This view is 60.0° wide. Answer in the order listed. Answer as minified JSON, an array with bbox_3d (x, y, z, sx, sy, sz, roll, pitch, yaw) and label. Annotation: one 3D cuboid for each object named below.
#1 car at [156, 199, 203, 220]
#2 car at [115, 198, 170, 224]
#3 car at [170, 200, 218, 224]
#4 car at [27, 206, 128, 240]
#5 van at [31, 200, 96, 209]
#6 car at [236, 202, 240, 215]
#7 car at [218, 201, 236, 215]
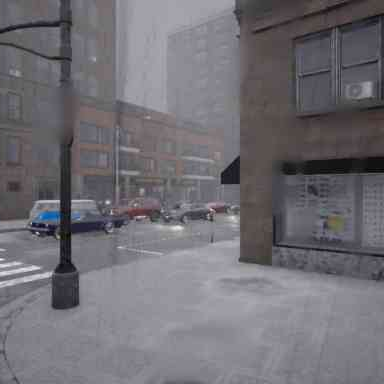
[{"bbox_3d":[-1.002,1.466,28.829,1.967,1.590,4.097,0,0,36],"label":"car"},{"bbox_3d":[-4.279,1.337,24.293,2.192,1.841,5.009,0,0,36],"label":"car"},{"bbox_3d":[-0.300,1.530,25.088,1.837,1.490,4.892,0,0,36],"label":"car"},{"bbox_3d":[-5.920,1.617,17.353,1.895,1.301,4.718,0,0,37],"label":"car"},{"bbox_3d":[-7.556,1.358,19.757,1.690,1.788,3.998,0,0,36],"label":"van"},{"bbox_3d":[5.915,1.384,33.675,2.097,1.767,4.553,0,0,36],"label":"car"},{"bbox_3d":[2.276,1.575,33.364,1.887,1.381,4.507,0,0,36],"label":"car"}]
